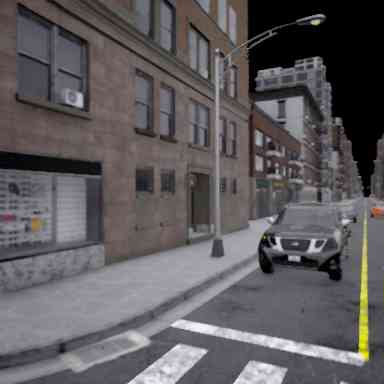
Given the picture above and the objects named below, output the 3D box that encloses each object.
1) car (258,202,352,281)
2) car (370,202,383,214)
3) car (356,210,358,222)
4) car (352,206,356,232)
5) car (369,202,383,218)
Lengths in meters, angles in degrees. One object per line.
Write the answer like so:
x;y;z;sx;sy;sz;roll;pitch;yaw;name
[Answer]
3.901;1.388;10.995;2.150;2.045;5.566;-1;-1;28;car
25.205;2.137;45.055;1.837;1.490;4.892;-1;-1;28;car
13.410;1.901;29.153;1.882;1.535;5.008;-1;-1;28;car
8.646;1.822;20.068;1.812;1.442;4.674;-1;-1;27;car
20.695;1.867;36.301;2.097;1.767;4.553;-1;-1;28;car
